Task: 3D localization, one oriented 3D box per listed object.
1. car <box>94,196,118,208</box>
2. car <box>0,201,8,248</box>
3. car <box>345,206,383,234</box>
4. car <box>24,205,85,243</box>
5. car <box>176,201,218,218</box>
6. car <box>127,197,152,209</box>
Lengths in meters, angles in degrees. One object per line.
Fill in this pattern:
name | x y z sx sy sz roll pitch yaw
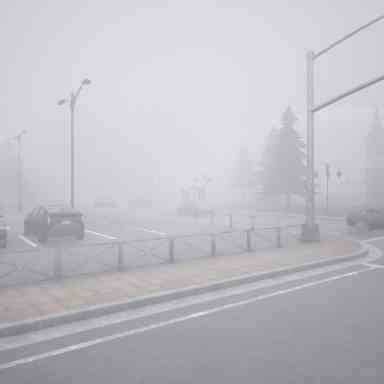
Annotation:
car | -12.260 1.349 47.157 2.097 1.767 4.553 0 0 -36
car | -8.898 1.331 13.418 2.152 1.636 5.027 0 0 -36
car | 10.851 1.492 17.699 4.902 1.511 2.128 0 0 39
car | -6.387 1.340 15.298 2.007 1.523 4.514 0 0 -36
car | 0.319 1.526 29.991 1.812 1.442 4.674 0 0 -37
car | -7.412 1.505 46.659 1.837 1.490 4.892 0 0 -36
